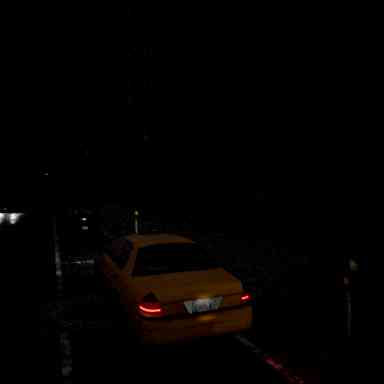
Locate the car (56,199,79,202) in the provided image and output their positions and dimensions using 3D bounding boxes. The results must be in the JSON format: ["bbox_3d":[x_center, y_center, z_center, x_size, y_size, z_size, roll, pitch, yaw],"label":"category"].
[{"bbox_3d":[-10.484,1.577,28.802,1.947,1.339,4.313,0,0,-23],"label":"car"}]

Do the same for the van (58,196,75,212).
[{"bbox_3d":[-14.780,1.356,38.981,1.690,1.788,3.998,0,0,-23],"label":"van"}]

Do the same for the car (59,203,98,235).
[{"bbox_3d":[-6.189,1.557,18.625,2.008,1.369,4.403,0,0,-23],"label":"car"}]

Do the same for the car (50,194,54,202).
[{"bbox_3d":[-32.109,1.497,79.306,1.967,1.590,4.097,0,0,-24],"label":"car"}]

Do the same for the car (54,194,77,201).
[{"bbox_3d":[-12.632,1.328,33.892,2.192,1.841,5.009,0,0,-23],"label":"car"}]

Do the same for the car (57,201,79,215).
[{"bbox_3d":[-8.337,1.559,23.714,2.008,1.369,4.403,0,0,-23],"label":"car"}]

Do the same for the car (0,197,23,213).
[{"bbox_3d":[-20.094,1.580,36.397,1.994,1.385,4.181,0,0,-22],"label":"car"}]

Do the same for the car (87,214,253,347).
[{"bbox_3d":[-0.847,1.459,6.717,1.801,1.575,5.366,0,0,-23],"label":"car"}]
